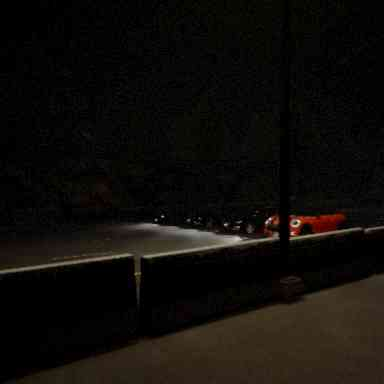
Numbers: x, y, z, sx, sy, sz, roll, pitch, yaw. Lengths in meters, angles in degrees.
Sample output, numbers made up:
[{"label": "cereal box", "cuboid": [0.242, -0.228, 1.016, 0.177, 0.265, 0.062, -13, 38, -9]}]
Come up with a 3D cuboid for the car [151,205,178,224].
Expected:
[{"label": "car", "cuboid": [-0.385, 1.603, 25.228, 5.357, 1.411, 2.033, 0, 0, -36]}]

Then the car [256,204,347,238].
[{"label": "car", "cuboid": [5.729, 1.407, 16.692, 4.553, 1.767, 2.097, 0, 0, -36]}]

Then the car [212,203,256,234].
[{"label": "car", "cuboid": [3.812, 1.561, 19.623, 4.892, 1.490, 1.837, 0, 0, -36]}]

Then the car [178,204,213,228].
[{"label": "car", "cuboid": [1.767, 1.561, 22.464, 4.892, 1.490, 1.837, 0, 0, -36]}]
